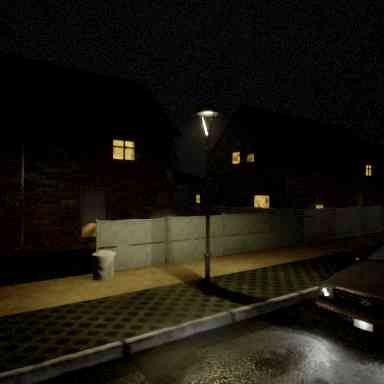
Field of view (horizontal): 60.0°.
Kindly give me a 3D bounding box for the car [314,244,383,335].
[{"bbox_3d":[4.660,1.552,6.388,5.357,1.411,2.033,0,0,-35],"label":"car"}]
